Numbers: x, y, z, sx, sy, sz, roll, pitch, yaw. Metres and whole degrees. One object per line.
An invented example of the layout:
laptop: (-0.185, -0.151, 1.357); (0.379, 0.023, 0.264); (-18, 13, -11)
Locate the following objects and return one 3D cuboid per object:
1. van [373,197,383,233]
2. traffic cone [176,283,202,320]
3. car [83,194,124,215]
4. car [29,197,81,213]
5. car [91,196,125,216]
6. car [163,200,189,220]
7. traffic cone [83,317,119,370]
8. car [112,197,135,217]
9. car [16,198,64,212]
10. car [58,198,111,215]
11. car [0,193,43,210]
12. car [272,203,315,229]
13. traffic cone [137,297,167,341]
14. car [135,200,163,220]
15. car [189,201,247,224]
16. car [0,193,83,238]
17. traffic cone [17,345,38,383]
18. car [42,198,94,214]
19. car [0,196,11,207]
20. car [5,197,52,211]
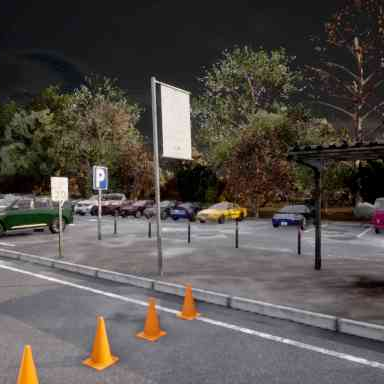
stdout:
van: (11.592, 1.264, 19.046); (1.878, 1.987, 4.442); (0, 0, 35)
traffic cone: (-0.057, 1.957, 6.044); (0.340, 0.580, 0.340); (0, 0, 36)
car: (-8.934, 1.211, 33.282); (2.435, 2.045, 5.566); (0, 0, 35)
car: (-15.629, 1.443, 38.244); (1.946, 1.575, 5.366); (0, 0, 35)
car: (-6.643, 1.465, 31.715); (2.097, 1.535, 5.008); (0, 0, 35)
car: (0.185, 1.504, 26.950); (2.163, 1.488, 4.792); (0, 0, 35)
traffic cone: (-1.206, 1.957, 4.412); (0.340, 0.580, 0.340); (0, 0, 35)
car: (-4.372, 1.468, 30.120); (2.097, 1.535, 5.008); (0, 0, 35)
car: (-18.020, 1.468, 39.662); (2.163, 1.488, 4.792); (0, 0, 35)
car: (-11.192, 1.461, 34.896); (2.231, 1.521, 4.892); (0, 0, 35)
car: (-22.567, 1.152, 42.855); (2.435, 2.045, 5.566); (0, 0, 35)
car: (6.966, 1.513, 22.117); (2.163, 1.488, 4.792); (0, 0, 35)
traffic cone: (-0.631, 1.957, 5.229); (0.340, 0.580, 0.340); (0, 0, 35)
car: (-2.099, 1.473, 28.526); (2.231, 1.521, 4.892); (0, 0, 35)
car: (2.333, 1.474, 25.179); (1.946, 1.575, 5.366); (0, 0, 35)
car: (-8.924, 1.220, 17.293); (2.435, 2.045, 5.566); (0, 0, 35)
traffic cone: (-1.781, 1.957, 3.595); (0.340, 0.580, 0.340); (0, 0, 35)
car: (-13.465, 1.454, 36.492); (2.097, 1.535, 5.008); (0, 0, 35)
car: (-29.260, 1.331, 47.818); (1.946, 1.575, 5.366); (1, 0, 35)
car: (-20.265, 1.451, 41.309); (2.163, 1.488, 4.792); (0, 0, 35)
